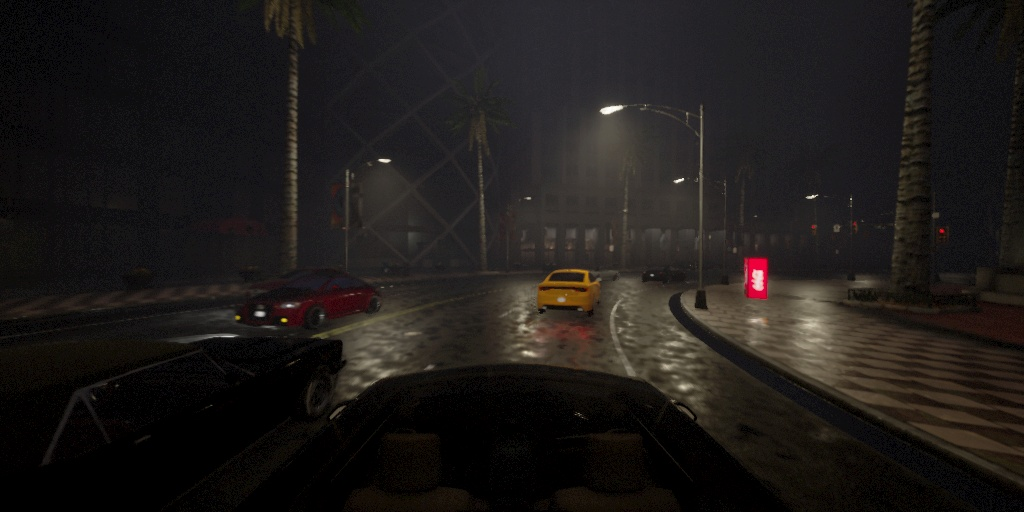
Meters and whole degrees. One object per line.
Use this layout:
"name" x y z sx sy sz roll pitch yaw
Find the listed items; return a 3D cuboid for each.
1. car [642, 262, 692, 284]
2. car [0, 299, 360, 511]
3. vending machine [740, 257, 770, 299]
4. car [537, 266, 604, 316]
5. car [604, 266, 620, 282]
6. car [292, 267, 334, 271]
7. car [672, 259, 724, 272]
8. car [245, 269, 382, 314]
"car" 11.973 1.410 28.039 4.181 1.385 1.994 1 0 -41
"car" -3.219 1.322 2.800 1.895 1.301 4.718 0 0 1
"vending machine" 11.500 1.042 16.869 1.100 2.100 0.880 0 0 31
"car" 2.324 1.243 13.761 1.882 1.535 5.008 0 0 18
"car" 6.516 1.398 27.801 1.895 1.301 4.718 0 0 42
"car" -8.407 1.195 14.915 1.812 1.442 4.674 0 0 17
"car" 21.524 1.081 40.914 5.357 1.411 2.033 1 0 -14
"car" -5.828 1.258 10.868 1.994 1.385 4.181 0 0 13
